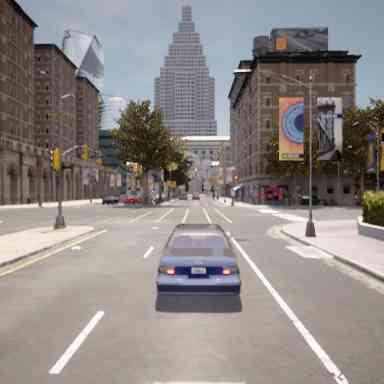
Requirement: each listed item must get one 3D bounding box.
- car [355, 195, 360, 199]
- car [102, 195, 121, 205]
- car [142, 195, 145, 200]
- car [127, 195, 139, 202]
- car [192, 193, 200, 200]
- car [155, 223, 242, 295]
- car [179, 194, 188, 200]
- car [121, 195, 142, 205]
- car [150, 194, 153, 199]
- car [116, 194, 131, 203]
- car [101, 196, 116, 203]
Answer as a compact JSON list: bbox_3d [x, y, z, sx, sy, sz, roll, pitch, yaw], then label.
[{"bbox_3d":[35.302,1.453,70.475,2.231,1.521,4.892,0,0,1],"label":"car"},{"bbox_3d":[-14.367,1.578,58.578,1.895,1.301,4.718,0,0,1],"label":"car"},{"bbox_3d":[-10.658,1.473,69.556,1.837,1.490,4.892,0,0,1],"label":"car"},{"bbox_3d":[-14.044,1.447,78.783,1.882,1.535,5.008,0,0,1],"label":"car"},{"bbox_3d":[1.095,1.315,89.921,2.097,1.767,4.553,0,0,1],"label":"car"},{"bbox_3d":[0.169,1.544,8.841,2.033,1.411,5.357,0,0,1],"label":"car"},{"bbox_3d":[-2.410,1.505,89.562,2.033,1.411,5.357,0,0,1],"label":"car"},{"bbox_3d":[-10.848,1.454,59.760,1.882,1.535,5.008,0,0,1],"label":"car"},{"bbox_3d":[-10.534,1.324,79.545,2.097,1.767,4.553,0,0,1],"label":"car"},{"bbox_3d":[-14.169,1.328,68.684,2.097,1.767,4.553,0,0,1],"label":"car"},{"bbox_3d":[-17.406,1.568,69.730,1.895,1.301,4.718,0,0,1],"label":"car"}]
